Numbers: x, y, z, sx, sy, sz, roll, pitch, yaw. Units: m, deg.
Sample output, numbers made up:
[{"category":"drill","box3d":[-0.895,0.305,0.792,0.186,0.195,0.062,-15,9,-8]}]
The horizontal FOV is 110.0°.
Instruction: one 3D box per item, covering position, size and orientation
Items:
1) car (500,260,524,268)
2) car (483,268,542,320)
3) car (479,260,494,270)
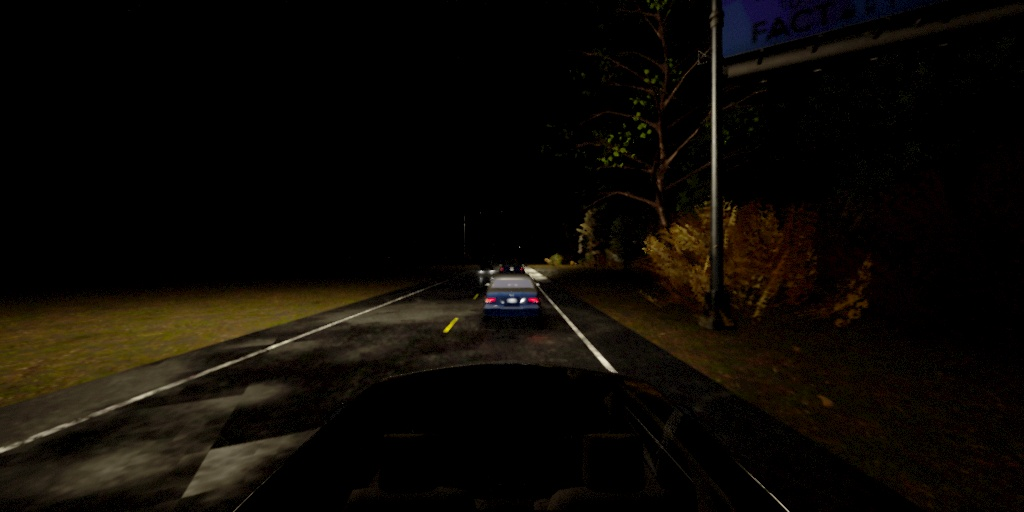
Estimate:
[{"category":"car","box3d":[0.006,1.116,31.015,2.097,1.767,4.553,0,0,0]},{"category":"car","box3d":[0.022,1.303,12.603,2.033,1.411,5.357,0,0,1]},{"category":"car","box3d":[-3.688,1.282,53.005,1.837,1.490,4.892,0,0,0]}]
